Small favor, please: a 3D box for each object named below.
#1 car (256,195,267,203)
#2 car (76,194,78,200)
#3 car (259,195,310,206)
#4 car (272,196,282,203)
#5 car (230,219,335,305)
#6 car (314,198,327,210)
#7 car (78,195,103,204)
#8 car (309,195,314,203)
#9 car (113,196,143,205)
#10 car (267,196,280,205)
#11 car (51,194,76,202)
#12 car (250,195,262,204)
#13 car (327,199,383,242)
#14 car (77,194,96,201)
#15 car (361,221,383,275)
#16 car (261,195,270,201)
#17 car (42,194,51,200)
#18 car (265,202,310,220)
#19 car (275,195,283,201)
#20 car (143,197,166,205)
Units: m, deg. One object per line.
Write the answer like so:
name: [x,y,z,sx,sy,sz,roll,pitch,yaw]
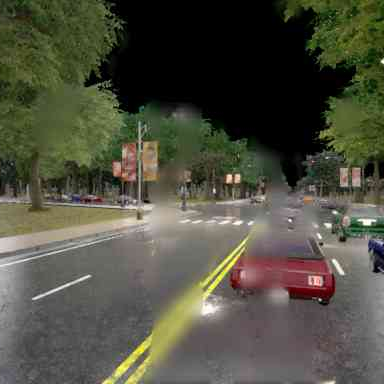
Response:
car: [15.321,1.487,73.072,1.882,1.535,5.008,0,0,17]
car: [-25.242,1.246,71.050,5.008,1.535,1.882,0,0,40]
car: [11.216,1.494,40.429,4.902,1.511,2.128,0,0,40]
car: [18.513,1.605,72.390,1.895,1.301,4.718,0,0,17]
car: [2.255,1.601,8.207,1.895,1.301,4.718,0,0,17]
car: [17.625,1.583,40.938,1.994,1.385,4.181,0,1,-26]
car: [-18.369,1.423,60.932,4.718,1.301,1.895,0,0,41]
car: [24.316,1.364,69.080,2.097,1.767,4.553,0,0,17]
car: [-10.938,1.361,54.653,4.902,1.511,2.128,0,0,41]
car: [15.442,1.555,62.587,2.033,1.411,5.357,0,0,18]
car: [-26.114,1.300,67.529,4.674,1.442,1.812,0,0,40]
car: [12.368,1.555,63.631,2.033,1.411,5.357,0,0,18]
car: [8.069,1.352,16.199,2.097,1.767,4.553,0,0,17]
car: [-23.365,1.291,73.713,4.674,1.442,1.812,0,0,40]
car: [5.463,1.601,7.596,1.895,1.301,4.718,0,0,17]
car: [18.351,1.536,82.881,1.812,1.442,4.674,0,0,17]
car: [-37.048,1.225,85.253,4.674,1.442,1.812,0,0,40]
car: [4.935,1.505,17.070,1.837,1.490,4.892,0,0,17]
car: [21.572,1.490,82.299,1.882,1.535,5.008,0,0,17]
car: [-6.623,1.484,55.475,4.718,1.301,1.895,0,0,40]
